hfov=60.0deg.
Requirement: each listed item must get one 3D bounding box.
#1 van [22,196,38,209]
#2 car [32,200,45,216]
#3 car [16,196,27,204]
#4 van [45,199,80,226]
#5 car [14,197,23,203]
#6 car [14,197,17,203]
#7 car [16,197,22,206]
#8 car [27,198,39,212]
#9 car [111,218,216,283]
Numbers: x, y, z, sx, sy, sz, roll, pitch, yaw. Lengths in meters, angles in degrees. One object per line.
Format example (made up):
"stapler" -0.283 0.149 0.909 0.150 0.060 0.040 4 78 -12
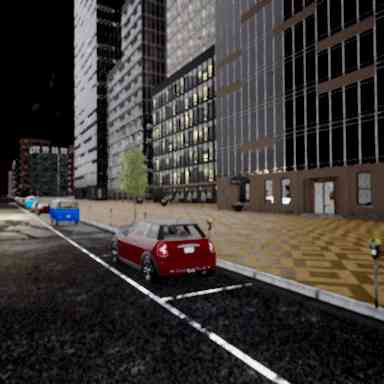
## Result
"van" -23.371 1.556 48.549 1.690 1.788 3.998 1 -1 -30
"car" -14.999 1.730 34.086 1.802 1.307 4.206 1 -1 -30
"car" -37.327 1.770 72.646 1.967 1.590 4.097 1 -1 -30
"van" -9.414 1.446 24.450 1.690 1.788 3.998 1 -1 -30
"car" -42.911 1.921 82.285 1.887 1.381 4.507 1 -1 -30
"car" -34.538 1.851 67.825 1.887 1.381 4.507 1 -1 -30
"car" -31.831 1.810 63.152 1.752 1.417 4.829 1 -1 -30
"car" -17.875 1.696 39.053 1.752 1.417 4.829 1 -1 -30
"car" -1.042 1.480 9.989 1.967 1.590 4.097 1 -1 -30
